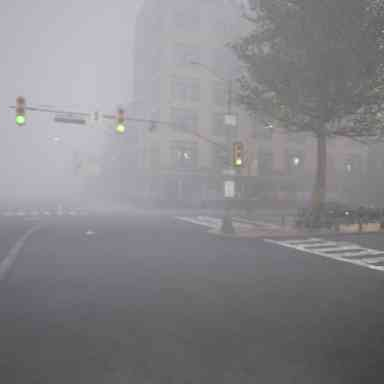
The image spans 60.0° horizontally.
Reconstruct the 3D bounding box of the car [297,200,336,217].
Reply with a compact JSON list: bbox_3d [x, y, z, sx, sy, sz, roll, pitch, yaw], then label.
[{"bbox_3d":[11.401,1.515,28.873,4.892,1.490,1.837,1,0,-22],"label":"car"}]

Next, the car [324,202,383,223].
[{"bbox_3d":[13.004,1.660,25.759,4.718,1.301,1.895,1,0,-22],"label":"car"}]
